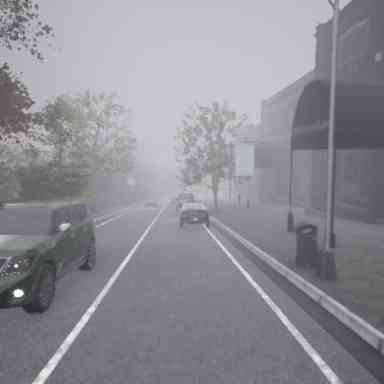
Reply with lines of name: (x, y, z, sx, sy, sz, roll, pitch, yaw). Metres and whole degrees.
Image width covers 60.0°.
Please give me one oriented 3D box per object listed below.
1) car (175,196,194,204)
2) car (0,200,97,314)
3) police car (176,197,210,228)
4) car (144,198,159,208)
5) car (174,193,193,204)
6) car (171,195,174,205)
car: (-0.434, 1.442, 32.183, 1.882, 1.535, 5.008, 0, 0, -3)
car: (-3.871, 1.235, 7.950, 2.150, 2.045, 5.566, 0, 0, -3)
police car: (0.072, 1.396, 22.257, 1.930, 1.638, 5.238, 0, 0, -3)
car: (-5.938, 1.535, 49.297, 2.033, 1.411, 5.357, 0, 0, -3)
car: (-0.745, 1.185, 38.226, 2.150, 2.045, 5.566, 0, 0, -3)
car: (-2.669, 1.557, 56.981, 1.895, 1.301, 4.718, 0, 0, -3)
